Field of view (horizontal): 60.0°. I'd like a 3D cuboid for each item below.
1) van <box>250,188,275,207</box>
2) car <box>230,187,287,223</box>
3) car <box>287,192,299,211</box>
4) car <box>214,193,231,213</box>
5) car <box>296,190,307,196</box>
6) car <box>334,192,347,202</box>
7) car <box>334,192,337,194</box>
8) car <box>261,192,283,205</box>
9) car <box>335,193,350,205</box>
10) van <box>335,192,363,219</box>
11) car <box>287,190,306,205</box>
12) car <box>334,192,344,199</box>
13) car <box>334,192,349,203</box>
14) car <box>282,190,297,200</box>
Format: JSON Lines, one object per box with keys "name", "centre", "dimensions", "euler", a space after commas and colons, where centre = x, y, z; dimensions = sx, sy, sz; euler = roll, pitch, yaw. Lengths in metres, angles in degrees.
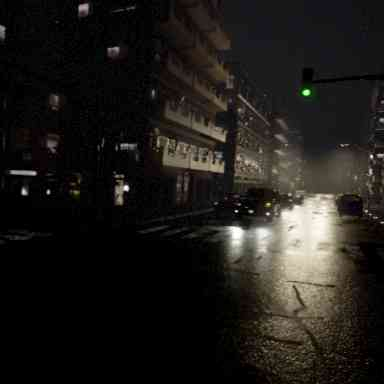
{"name": "van", "centre": [7.520, 0.541, 35.188], "dimensions": [1.690, 1.788, 3.998], "euler": [3, 2, 23]}
{"name": "car", "centre": [4.497, 0.730, 21.607], "dimensions": [2.150, 2.045, 5.566], "euler": [3, 2, 23]}
{"name": "car", "centre": [8.411, 0.951, 30.810], "dimensions": [1.994, 1.385, 4.181], "euler": [3, 2, 22]}
{"name": "car", "centre": [3.103, 0.774, 24.937], "dimensions": [1.967, 1.590, 4.097], "euler": [3, 2, 23]}
{"name": "car", "centre": [25.113, 0.200, 76.226], "dimensions": [2.008, 1.369, 4.403], "euler": [4, 2, 23]}
{"name": "car", "centre": [25.784, 0.846, 57.743], "dimensions": [1.887, 1.381, 4.507], "euler": [4, 2, 23]}
{"name": "car", "centre": [19.216, 1.074, 42.342], "dimensions": [1.947, 1.339, 4.313], "euler": [3, 2, 23]}
{"name": "car", "centre": [9.740, 0.716, 40.311], "dimensions": [1.802, 1.307, 4.206], "euler": [3, 2, 23]}
{"name": "car", "centre": [21.472, 0.963, 47.631], "dimensions": [1.752, 1.417, 4.829], "euler": [3, 2, 23]}
{"name": "van", "centre": [12.531, 1.068, 26.312], "dimensions": [1.690, 1.788, 3.998], "euler": [3, 2, 23]}
{"name": "car", "centre": [12.586, 0.806, 40.547], "dimensions": [2.033, 1.411, 5.357], "euler": [3, 2, 24]}
{"name": "car", "centre": [32.352, 0.655, 73.144], "dimensions": [1.947, 1.339, 4.313], "euler": [4, 2, 23]}
{"name": "car", "centre": [23.599, 0.811, 52.606], "dimensions": [1.967, 1.590, 4.097], "euler": [3, 2, 23]}
{"name": "car", "centre": [16.354, 0.476, 55.691], "dimensions": [1.887, 1.381, 4.507], "euler": [3, 2, 23]}
